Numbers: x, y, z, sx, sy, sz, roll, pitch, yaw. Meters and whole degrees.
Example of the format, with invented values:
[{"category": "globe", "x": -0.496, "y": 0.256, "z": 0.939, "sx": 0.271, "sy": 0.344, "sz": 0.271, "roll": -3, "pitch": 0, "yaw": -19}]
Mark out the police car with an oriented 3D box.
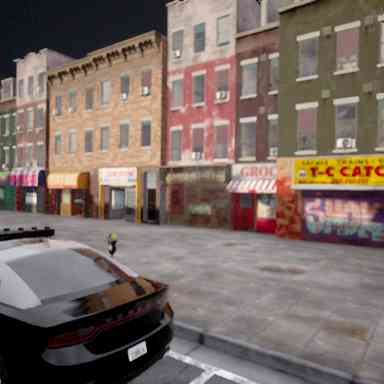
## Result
[{"category": "police car", "x": -2.649, "y": 1.346, "z": 4.835, "sx": 5.238, "sy": 1.638, "sz": 1.930, "roll": 1, "pitch": 1, "yaw": 35}]
